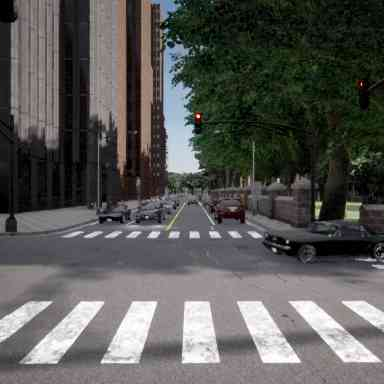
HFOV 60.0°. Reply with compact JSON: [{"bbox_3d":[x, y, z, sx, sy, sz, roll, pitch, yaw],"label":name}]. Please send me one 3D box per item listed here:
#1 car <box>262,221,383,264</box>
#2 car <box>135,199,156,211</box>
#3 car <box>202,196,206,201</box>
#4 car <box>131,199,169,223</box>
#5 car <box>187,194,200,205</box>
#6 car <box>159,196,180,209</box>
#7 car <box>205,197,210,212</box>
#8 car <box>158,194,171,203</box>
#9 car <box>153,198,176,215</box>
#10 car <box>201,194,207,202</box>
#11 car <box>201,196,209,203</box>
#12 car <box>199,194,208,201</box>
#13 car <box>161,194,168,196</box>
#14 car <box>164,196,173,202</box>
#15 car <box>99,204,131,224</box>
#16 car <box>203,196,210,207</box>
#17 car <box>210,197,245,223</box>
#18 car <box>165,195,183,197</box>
[{"bbox_3d":[4.980,1.722,11.997,4.718,1.301,1.895,1,0,-15],"label":"car"},{"bbox_3d":[-5.711,1.579,41.595,2.008,1.369,4.403,0,0,0],"label":"car"},{"bbox_3d":[2.820,1.585,47.049,2.008,1.369,4.403,0,0,0],"label":"car"},{"bbox_3d":[-3.075,1.516,25.496,1.837,1.490,4.892,0,0,1],"label":"car"},{"bbox_3d":[0.170,1.595,58.681,2.033,1.411,5.357,0,0,1],"label":"car"},{"bbox_3d":[-3.038,1.595,43.952,1.994,1.385,4.181,0,0,0],"label":"car"},{"bbox_3d":[2.807,1.588,36.136,1.947,1.339,4.313,0,0,0],"label":"car"},{"bbox_3d":[-5.678,1.375,68.881,2.192,1.841,5.009,0,0,0],"label":"car"},{"bbox_3d":[-3.056,1.621,34.751,1.895,1.301,4.718,0,0,0],"label":"car"},{"bbox_3d":[2.827,1.481,52.505,1.967,1.590,4.097,0,0,0],"label":"car"},{"bbox_3d":[2.854,1.593,74.501,1.752,1.417,4.829,0,0,0],"label":"car"},{"bbox_3d":[2.866,1.400,85.245,2.192,1.841,5.009,0,0,0],"label":"car"},{"bbox_3d":[-5.685,1.635,63.423,1.802,1.307,4.206,0,0,0],"label":"car"},{"bbox_3d":[-5.665,1.620,79.795,1.887,1.381,4.507,0,0,0],"label":"car"},{"bbox_3d":[-5.731,1.576,25.224,1.947,1.339,4.313,0,0,0],"label":"car"},{"bbox_3d":[2.814,1.579,41.592,2.008,1.369,4.403,0,0,0],"label":"car"},{"bbox_3d":[2.794,1.326,25.223,2.192,1.841,5.009,0,0,0],"label":"car"},{"bbox_3d":[-2.988,1.590,54.096,2.033,1.411,5.357,0,0,0],"label":"car"}]
